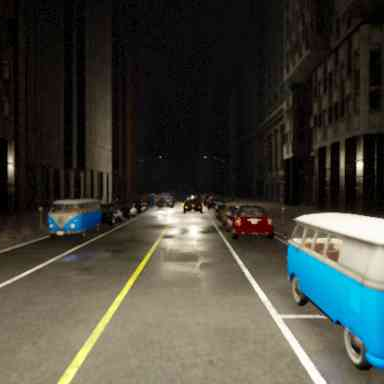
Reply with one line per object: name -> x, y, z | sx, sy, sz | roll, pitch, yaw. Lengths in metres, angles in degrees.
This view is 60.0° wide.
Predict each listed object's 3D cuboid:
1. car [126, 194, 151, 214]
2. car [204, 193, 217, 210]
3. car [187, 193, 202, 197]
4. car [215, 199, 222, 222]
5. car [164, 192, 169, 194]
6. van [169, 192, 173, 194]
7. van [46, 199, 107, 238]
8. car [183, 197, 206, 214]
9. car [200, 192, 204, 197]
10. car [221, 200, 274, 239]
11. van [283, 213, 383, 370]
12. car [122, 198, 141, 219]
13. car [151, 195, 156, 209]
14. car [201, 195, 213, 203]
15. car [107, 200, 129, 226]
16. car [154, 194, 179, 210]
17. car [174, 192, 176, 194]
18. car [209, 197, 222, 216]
car -> -5.775, 1.161, 33.561 | 2.192, 1.841, 5.009 | 0, 0, 0
car -> 2.749, 1.261, 39.211 | 1.967, 1.590, 4.097 | 0, 0, 0
car -> 0.006, 1.278, 47.046 | 2.128, 1.511, 4.902 | 0, 0, 0
car -> 2.754, 1.422, 22.473 | 1.752, 1.417, 4.829 | 0, 0, 0
car -> -5.783, 1.159, 61.746 | 1.967, 1.590, 4.097 | 0, 0, 0
van -> -5.786, 1.009, 73.019 | 1.690, 1.788, 3.998 | 0, 0, 0
van -> -5.770, 1.264, 16.652 | 1.690, 1.788, 3.998 | 0, 0, 0
car -> 0.088, 1.448, 33.334 | 1.895, 1.301, 4.718 | 0, 0, 0
car -> 2.745, 1.085, 50.484 | 2.192, 1.841, 5.009 | 0, 0, 0
car -> 2.755, 1.363, 16.667 | 1.967, 1.590, 4.097 | 0, 0, 0
van -> 2.758, 1.316, 5.393 | 1.690, 1.788, 3.998 | 0, 0, 0
car -> -5.773, 1.438, 27.926 | 1.947, 1.339, 4.313 | 0, 0, 0
car -> -5.776, 1.365, 39.200 | 1.887, 1.381, 4.507 | 0, 0, 0
car -> 2.743, 1.285, 61.757 | 1.947, 1.339, 4.313 | 0, 0, 0
car -> -5.771, 1.463, 22.290 | 1.947, 1.339, 4.313 | 0, 0, 0
car -> -3.103, 1.309, 40.257 | 2.128, 1.511, 4.902 | 0, 0, 0
car -> -5.789, 1.171, 84.292 | 2.008, 1.369, 4.403 | 0, 0, 0
car -> 2.752, 1.423, 27.940 | 2.008, 1.369, 4.403 | 0, 0, 0
